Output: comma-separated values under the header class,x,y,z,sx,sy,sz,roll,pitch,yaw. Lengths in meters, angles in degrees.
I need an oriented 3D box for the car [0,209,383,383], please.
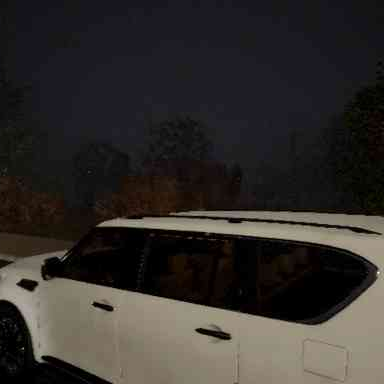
class,x,y,z,sx,sy,sz,roll,pitch,yaw
car,-0.105,1.221,3.746,5.566,2.045,2.150,0,0,35
